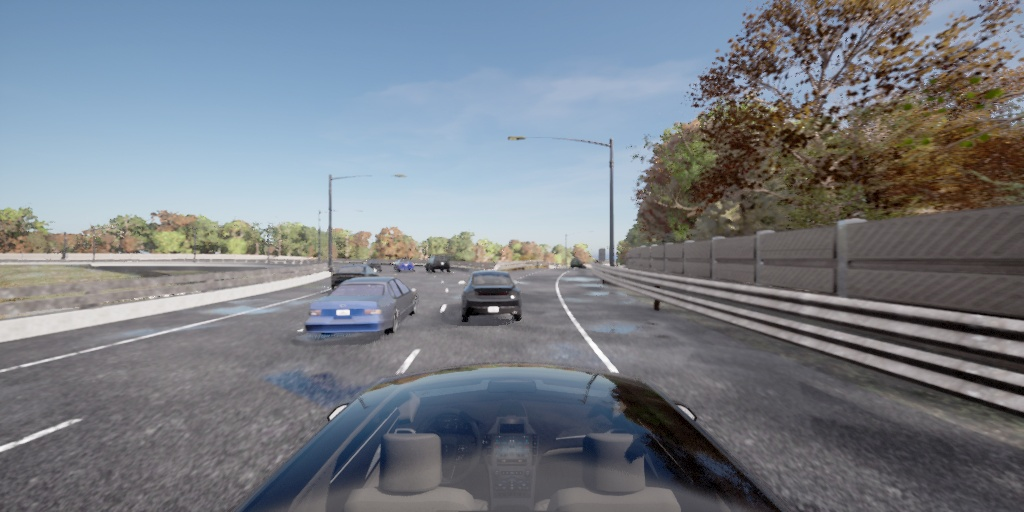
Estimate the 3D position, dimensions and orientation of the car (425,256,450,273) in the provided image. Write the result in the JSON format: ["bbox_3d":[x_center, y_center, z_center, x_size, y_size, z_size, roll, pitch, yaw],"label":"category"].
[{"bbox_3d":[-9.240,1.024,44.486,2.150,2.045,5.566,0,0,-24],"label":"car"}]

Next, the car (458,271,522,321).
[{"bbox_3d":[-0.794,1.266,12.541,1.837,1.490,4.892,0,0,-6],"label":"car"}]

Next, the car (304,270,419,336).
[{"bbox_3d":[-4.025,1.312,10.513,2.033,1.411,5.357,0,0,-6],"label":"car"}]

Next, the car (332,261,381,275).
[{"bbox_3d":[-9.321,1.260,21.549,1.882,1.535,5.008,0,0,-12],"label":"car"}]

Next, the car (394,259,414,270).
[{"bbox_3d":[-14.115,1.165,46.726,2.097,1.767,4.553,0,0,-25],"label":"car"}]
